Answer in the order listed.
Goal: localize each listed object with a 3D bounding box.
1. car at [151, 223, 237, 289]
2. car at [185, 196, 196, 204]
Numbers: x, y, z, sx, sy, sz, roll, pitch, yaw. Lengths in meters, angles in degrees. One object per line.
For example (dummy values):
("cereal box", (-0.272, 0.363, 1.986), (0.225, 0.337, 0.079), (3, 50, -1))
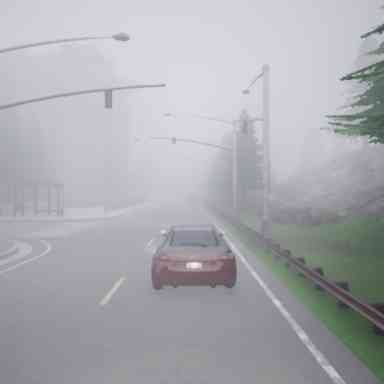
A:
("car", (0.037, 1.549, 9.180), (1.994, 1.385, 4.181), (0, 0, 0))
("car", (-0.273, 1.465, 61.557), (1.994, 1.385, 4.181), (0, 0, 0))
